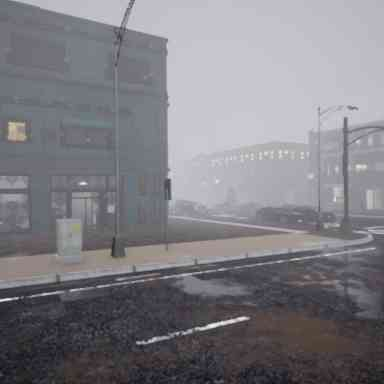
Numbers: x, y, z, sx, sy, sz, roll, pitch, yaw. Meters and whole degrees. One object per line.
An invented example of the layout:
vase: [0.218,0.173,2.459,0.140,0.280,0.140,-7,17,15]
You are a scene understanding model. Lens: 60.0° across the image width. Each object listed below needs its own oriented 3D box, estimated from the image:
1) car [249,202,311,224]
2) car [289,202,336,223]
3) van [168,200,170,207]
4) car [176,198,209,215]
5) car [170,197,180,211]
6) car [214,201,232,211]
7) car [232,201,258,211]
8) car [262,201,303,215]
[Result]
car: [6.938,1.795,26.605,1.947,1.339,4.313,-1,0,-29]
car: [9.623,1.755,27.380,1.994,1.385,4.181,-1,0,-29]
van: [-3.316,1.882,62.166,1.690,1.788,3.998,-1,0,-29]
car: [0.238,1.828,38.759,1.967,1.590,4.097,-1,0,-29]
car: [-0.659,1.784,45.679,2.097,1.767,4.553,-1,0,-29]
car: [4.832,1.940,47.693,1.802,1.307,4.206,-1,0,-29]
car: [7.544,1.877,42.869,1.802,1.307,4.206,-1,0,-29]
car: [10.257,1.782,38.045,2.008,1.369,4.403,-1,0,-29]
